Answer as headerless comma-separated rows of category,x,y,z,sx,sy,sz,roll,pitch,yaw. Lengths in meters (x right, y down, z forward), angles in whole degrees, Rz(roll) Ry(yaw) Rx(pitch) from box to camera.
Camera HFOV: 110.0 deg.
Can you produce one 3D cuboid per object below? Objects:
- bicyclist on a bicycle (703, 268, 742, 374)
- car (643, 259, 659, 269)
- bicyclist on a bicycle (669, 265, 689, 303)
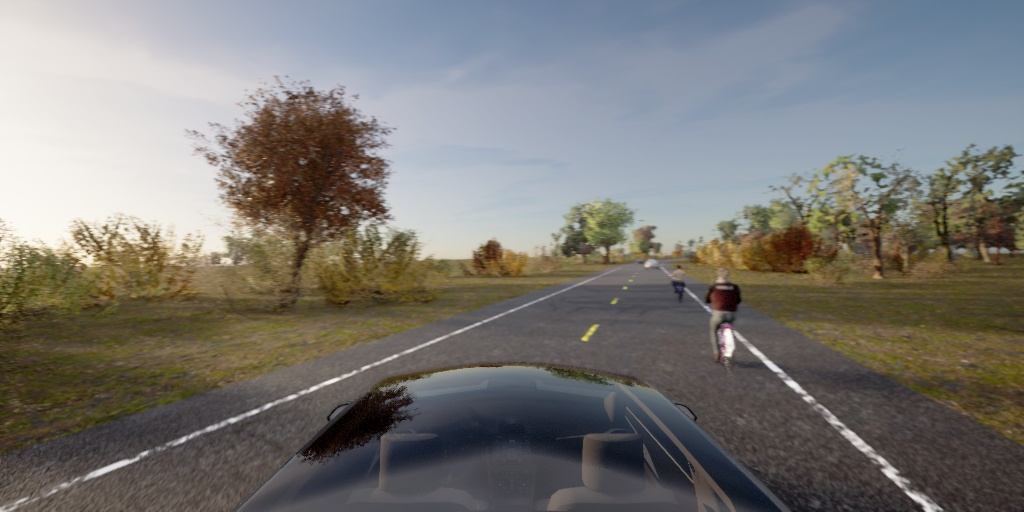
bicyclist on a bicycle,3.815,1.093,6.533,0.659,1.776,1.843,-1,0,21
car,21.956,1.327,56.309,1.812,1.442,4.674,-1,0,21
bicyclist on a bicycle,7.222,1.179,15.494,0.866,1.612,1.509,-1,-1,21
